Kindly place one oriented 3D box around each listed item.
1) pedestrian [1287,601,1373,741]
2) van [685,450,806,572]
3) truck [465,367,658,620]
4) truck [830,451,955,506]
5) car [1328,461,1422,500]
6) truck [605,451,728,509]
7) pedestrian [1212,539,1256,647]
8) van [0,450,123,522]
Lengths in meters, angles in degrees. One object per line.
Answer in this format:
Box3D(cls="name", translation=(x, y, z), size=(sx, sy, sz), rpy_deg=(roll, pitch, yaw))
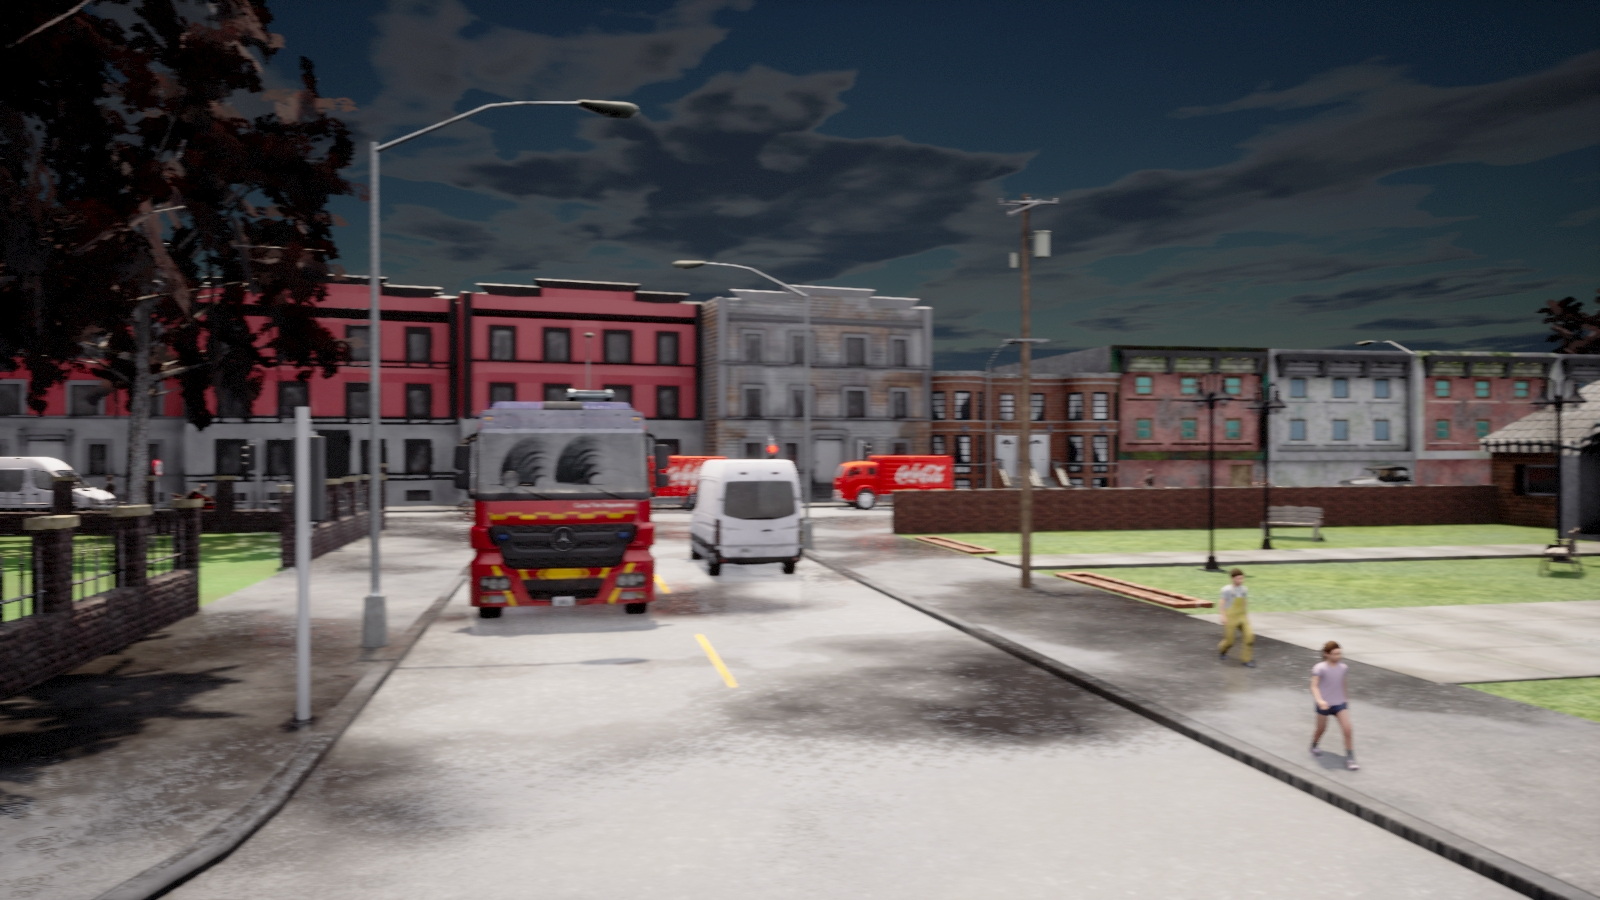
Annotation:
Box3D(cls="pedestrian", translation=(4.540, 1.883, 9.809), size=(0.500, 1.100, 0.500), rpy_deg=(0, 0, -2))
Box3D(cls="van", translation=(-1.430, 1.277, 27.089), size=(1.988, 2.561, 5.915), rpy_deg=(0, 0, -11))
Box3D(cls="truck", translation=(-4.485, 0.646, 21.713), size=(2.891, 3.827, 8.468), rpy_deg=(0, 0, -12))
Box3D(cls="truck", translation=(4.199, 1.265, 52.461), size=(5.204, 2.467, 2.627), rpy_deg=(0, 0, -11))
Box3D(cls="car", translation=(28.844, 1.508, 57.369), size=(3.866, 1.878, 1.905), rpy_deg=(0, 0, -11))
Box3D(cls="truck", translation=(-5.943, 1.284, 50.431), size=(5.204, 2.467, 2.627), rpy_deg=(0, 0, -11))
Box3D(cls="pedestrian", translation=(5.421, 1.775, 14.280), size=(0.375, 1.300, 0.375), rpy_deg=(0, 0, -11))
Box3D(cls="van", translation=(-28.438, 1.298, 41.863), size=(5.915, 2.561, 1.988), rpy_deg=(0, 0, -11))
